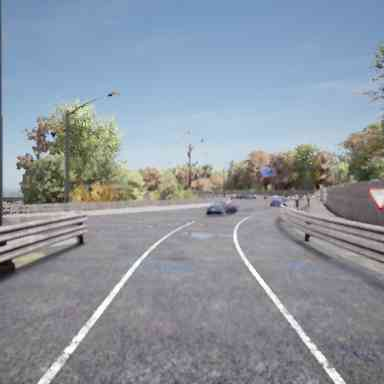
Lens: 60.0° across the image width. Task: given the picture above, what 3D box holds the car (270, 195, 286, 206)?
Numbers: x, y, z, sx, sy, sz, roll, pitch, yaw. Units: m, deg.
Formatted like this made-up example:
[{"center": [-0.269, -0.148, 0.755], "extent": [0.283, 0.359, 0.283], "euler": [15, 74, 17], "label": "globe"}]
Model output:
[{"center": [14.502, 1.651, 56.562], "extent": [1.812, 1.442, 4.674], "euler": [0, 0, 20], "label": "car"}]

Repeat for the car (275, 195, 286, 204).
[{"center": [18.509, 1.509, 69.670], "extent": [2.097, 1.767, 4.553], "euler": [0, 0, 13], "label": "car"}]

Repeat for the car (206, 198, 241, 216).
[{"center": [3.140, 1.640, 33.606], "extent": [1.994, 1.385, 4.181], "euler": [0, 0, 33], "label": "car"}]
